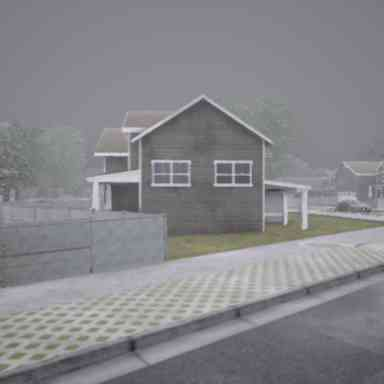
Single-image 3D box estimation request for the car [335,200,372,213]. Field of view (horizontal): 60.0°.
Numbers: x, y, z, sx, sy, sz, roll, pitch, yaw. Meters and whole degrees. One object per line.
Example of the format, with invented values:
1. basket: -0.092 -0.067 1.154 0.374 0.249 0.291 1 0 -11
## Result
1. car: 16.555 1.521 34.337 1.994 1.385 4.181 0 0 -5
